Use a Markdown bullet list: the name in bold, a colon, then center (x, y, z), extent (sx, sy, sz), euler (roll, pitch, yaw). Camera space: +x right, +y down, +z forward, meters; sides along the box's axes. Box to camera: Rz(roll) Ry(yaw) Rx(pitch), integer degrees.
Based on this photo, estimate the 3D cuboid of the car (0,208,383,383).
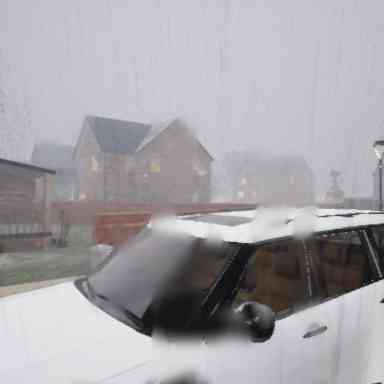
- **car**: center (0.390, 1.230, 3.348), extent (5.566, 2.045, 2.150), euler (0, 0, -35)
